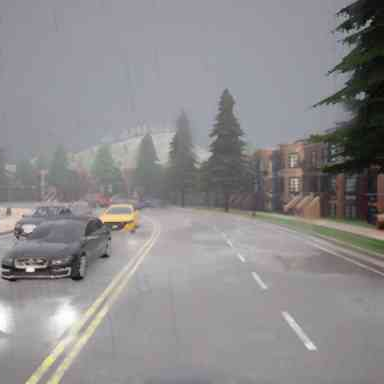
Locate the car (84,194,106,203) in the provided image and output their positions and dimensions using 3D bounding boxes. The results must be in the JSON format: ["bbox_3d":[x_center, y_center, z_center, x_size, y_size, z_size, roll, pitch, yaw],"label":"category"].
[{"bbox_3d":[-12.932,1.364,42.618,1.994,1.385,4.181,0,0,-38],"label":"car"}]

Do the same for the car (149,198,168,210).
[{"bbox_3d":[-5.127,1.544,43.732,2.033,1.411,5.357,0,0,-35],"label":"car"}]

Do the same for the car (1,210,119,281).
[{"bbox_3d":[-3.707,1.507,9.960,1.837,1.490,4.892,0,0,-1],"label":"car"}]

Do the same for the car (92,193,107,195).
[{"bbox_3d":[-14.511,1.228,49.573,5.566,2.045,2.150,0,0,43],"label":"car"}]

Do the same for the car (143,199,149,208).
[{"bbox_3d":[-7.788,1.548,41.400,2.033,1.411,5.357,0,0,-35],"label":"car"}]

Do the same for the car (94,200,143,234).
[{"bbox_3d":[-4.109,1.478,19.345,1.882,1.535,5.008,0,0,-5],"label":"car"}]

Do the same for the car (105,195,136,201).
[{"bbox_3d":[-6.116,1.354,29.176,2.097,1.767,4.553,0,0,-19],"label":"car"}]

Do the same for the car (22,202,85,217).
[{"bbox_3d":[-7.462,1.497,17.367,2.128,1.511,4.902,0,0,-4],"label":"car"}]

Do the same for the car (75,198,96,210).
[{"bbox_3d":[-9.860,1.531,29.445,1.812,1.442,4.674,0,0,-21],"label":"car"}]

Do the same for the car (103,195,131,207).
[{"bbox_3d":[-11.667,1.354,51.695,4.553,1.767,2.097,0,0,43],"label":"car"}]
